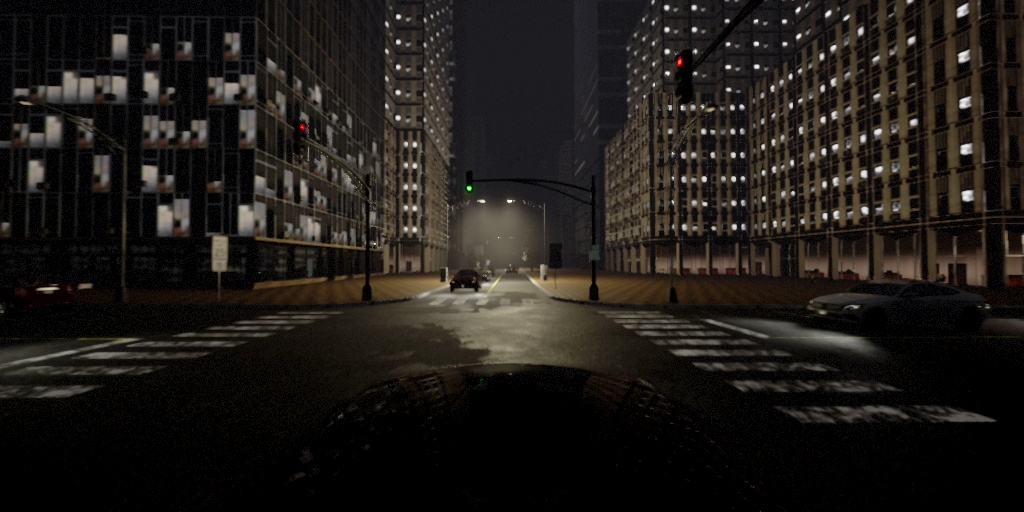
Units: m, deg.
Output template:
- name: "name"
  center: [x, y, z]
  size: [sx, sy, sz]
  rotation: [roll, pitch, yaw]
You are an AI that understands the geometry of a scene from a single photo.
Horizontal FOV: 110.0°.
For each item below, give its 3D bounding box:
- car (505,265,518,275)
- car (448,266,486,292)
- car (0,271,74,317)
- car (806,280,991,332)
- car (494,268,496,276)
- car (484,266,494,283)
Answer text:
- name: "car"
  center: [-0.020, 2.123, 55.104]
  size: [2.033, 1.411, 5.357]
  rotation: [0, -1, 0]
- name: "car"
  center: [-3.103, 1.650, 24.969]
  size: [1.812, 1.442, 4.674]
  rotation: [0, -1, 0]
- name: "car"
  center: [-19.213, 1.352, 13.295]
  size: [4.097, 1.591, 1.967]
  rotation: [0, 0, -1]
- name: "car"
  center: [11.871, 1.464, 11.130]
  size: [4.674, 1.442, 1.812]
  rotation: [0, -1, -2]
- name: "car"
  center: [-3.104, 1.975, 46.269]
  size: [1.812, 1.442, 4.674]
  rotation: [0, -1, 0]
- name: "car"
  center: [-3.107, 1.787, 35.303]
  size: [1.837, 1.490, 4.892]
  rotation: [0, -1, 0]
